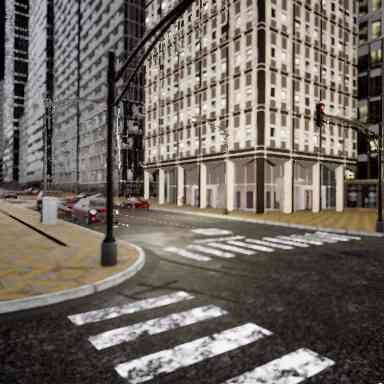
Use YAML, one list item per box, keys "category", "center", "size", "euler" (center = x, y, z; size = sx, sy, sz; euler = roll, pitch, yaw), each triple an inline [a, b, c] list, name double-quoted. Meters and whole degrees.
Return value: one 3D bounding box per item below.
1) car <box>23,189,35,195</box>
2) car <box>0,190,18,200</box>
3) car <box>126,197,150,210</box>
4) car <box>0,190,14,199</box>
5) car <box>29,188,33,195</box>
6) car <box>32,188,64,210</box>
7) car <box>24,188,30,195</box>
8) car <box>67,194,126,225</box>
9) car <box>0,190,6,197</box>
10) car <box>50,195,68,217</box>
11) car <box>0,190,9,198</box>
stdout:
- category: "car"
  center: [-41.658, -0.015, 84.973]
  size: [1.947, 1.339, 4.313]
  euler: [2, 0, -36]
- category: "car"
  center: [-28.907, 0.514, 52.846]
  size: [1.887, 1.381, 4.507]
  euler: [2, 0, -36]
- category: "car"
  center: [-5.885, 1.178, 35.145]
  size: [1.802, 1.307, 4.206]
  euler: [2, 0, -36]
- category: "car"
  center: [-32.158, 0.413, 57.374]
  size: [2.008, 1.369, 4.403]
  euler: [2, 0, -36]
- category: "car"
  center: [-35.153, 0.177, 75.913]
  size: [1.887, 1.381, 4.507]
  euler: [2, 0, -36]
- category: "car"
  center: [-12.645, 0.820, 30.207]
  size: [2.192, 1.841, 5.009]
  euler: [2, 0, -36]
- category: "car"
  center: [-38.397, -0.159, 80.443]
  size: [2.192, 1.841, 5.009]
  euler: [2, 0, -36]
- category: "car"
  center: [-6.147, 1.160, 21.151]
  size: [1.967, 1.590, 4.097]
  euler: [2, 0, -36]
- category: "car"
  center: [-38.660, 0.199, 66.430]
  size: [2.008, 1.369, 4.403]
  euler: [2, 0, -36]
- category: "car"
  center: [-9.404, 1.194, 25.678]
  size: [1.802, 1.307, 4.206]
  euler: [2, 0, -36]
- category: "car"
  center: [-35.409, 0.300, 61.902]
  size: [1.887, 1.381, 4.507]
  euler: [2, 0, -36]
